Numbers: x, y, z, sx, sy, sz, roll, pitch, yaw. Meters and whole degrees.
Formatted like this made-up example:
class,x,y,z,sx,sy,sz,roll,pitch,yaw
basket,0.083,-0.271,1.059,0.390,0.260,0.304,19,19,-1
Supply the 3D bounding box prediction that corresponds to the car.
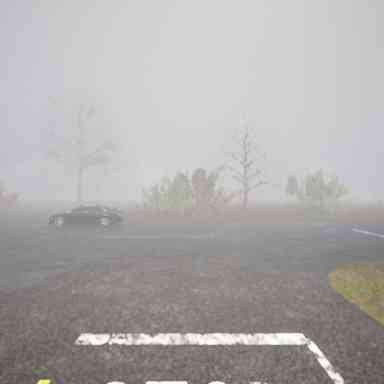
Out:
class,x,y,z,sx,sy,sz,roll,pitch,yaw
car,-6.944,1.553,21.924,4.892,1.490,1.837,0,0,-1
